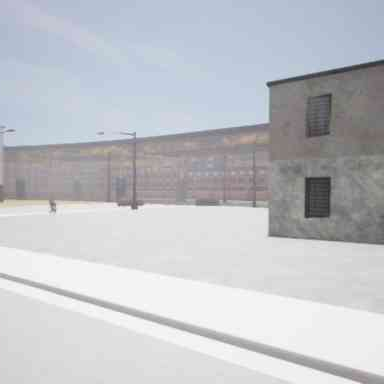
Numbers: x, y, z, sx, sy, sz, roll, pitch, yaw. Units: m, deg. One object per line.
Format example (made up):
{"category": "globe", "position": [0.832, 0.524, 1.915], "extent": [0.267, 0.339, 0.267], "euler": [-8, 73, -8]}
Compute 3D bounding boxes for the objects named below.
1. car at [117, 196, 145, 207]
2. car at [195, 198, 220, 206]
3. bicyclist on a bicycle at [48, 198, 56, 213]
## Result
{"category": "car", "position": [-10.254, 1.514, 56.076], "extent": [4.553, 1.767, 2.097], "euler": [0, 0, -39]}
{"category": "car", "position": [2.790, 1.756, 60.928], "extent": [4.674, 1.442, 1.812], "euler": [0, 0, -1]}
{"category": "bicyclist on a bicycle", "position": [-15.511, 1.527, 36.849], "extent": [1.656, 1.620, 0.582], "euler": [0, 0, 34]}
